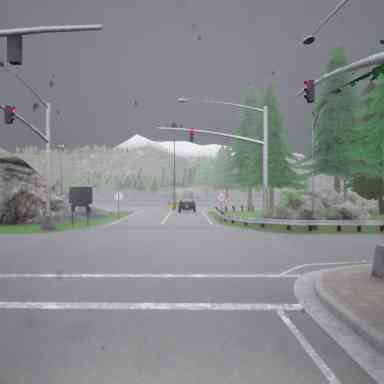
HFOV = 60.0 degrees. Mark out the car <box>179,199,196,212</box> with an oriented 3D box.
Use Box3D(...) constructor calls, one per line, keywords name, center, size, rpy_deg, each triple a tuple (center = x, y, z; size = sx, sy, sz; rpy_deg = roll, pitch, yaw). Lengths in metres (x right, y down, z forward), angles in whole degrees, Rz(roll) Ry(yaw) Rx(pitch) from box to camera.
Box3D(name="car", center=(-0.538, 1.525, 38.766), size=(1.882, 1.535, 5.008), rpy_deg=(0, -2, 0))
